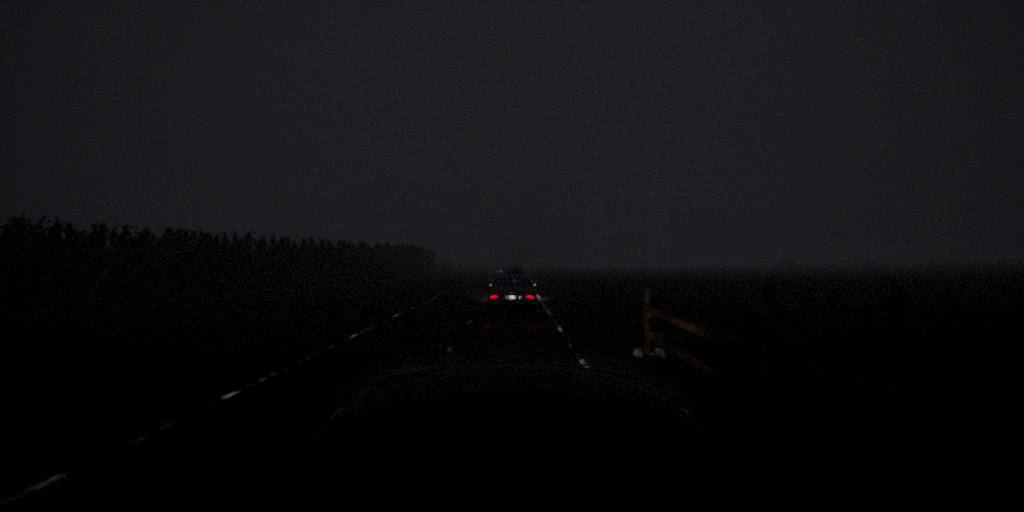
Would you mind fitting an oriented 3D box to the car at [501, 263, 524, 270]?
[{"bbox_3d":[0.264,1.574,30.311,1.837,1.490,4.892,0,0,2],"label":"car"}]

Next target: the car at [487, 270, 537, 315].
[{"bbox_3d":[0.026,1.438,14.366,2.033,1.411,5.357,0,-1,1],"label":"car"}]
